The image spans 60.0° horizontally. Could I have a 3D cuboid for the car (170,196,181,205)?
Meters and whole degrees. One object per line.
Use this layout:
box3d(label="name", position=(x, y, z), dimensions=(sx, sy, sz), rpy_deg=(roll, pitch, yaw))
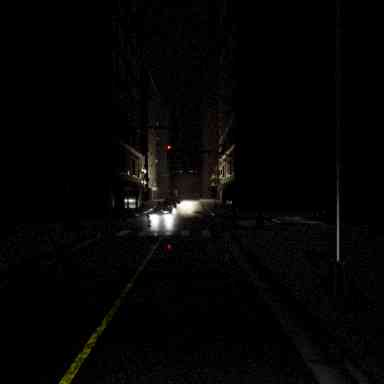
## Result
box3d(label="car", position=(-3.062, 1.554, 61.826), dimensions=(1.812, 1.442, 4.674), rpy_deg=(0, 0, 1))

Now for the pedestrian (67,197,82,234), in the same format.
box3d(label="pedestrian", position=(-5.874, 1.146, 16.607), dimensions=(0.375, 1.860, 0.375), rpy_deg=(0, 0, 0))

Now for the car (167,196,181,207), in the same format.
box3d(label="car", position=(-3.095, 1.510, 47.226), dimensions=(2.128, 1.511, 4.902), rpy_deg=(0, 0, 0))

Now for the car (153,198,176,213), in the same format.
box3d(label="car", position=(-3.108, 1.615, 36.905), dimensions=(1.895, 1.301, 4.718), rpy_deg=(0, 0, 1))

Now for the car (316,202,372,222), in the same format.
box3d(label="car", position=(12.116, 1.518, 25.981), dimensions=(4.674, 1.442, 1.812), rpy_deg=(0, 0, 0))

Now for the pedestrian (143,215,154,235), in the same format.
box3d(label="pedestrian", position=(-2.226, 1.678, 17.205), dimensions=(0.500, 1.100, 0.500), rpy_deg=(0, 0, 0))
